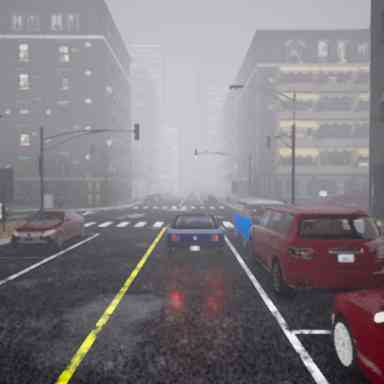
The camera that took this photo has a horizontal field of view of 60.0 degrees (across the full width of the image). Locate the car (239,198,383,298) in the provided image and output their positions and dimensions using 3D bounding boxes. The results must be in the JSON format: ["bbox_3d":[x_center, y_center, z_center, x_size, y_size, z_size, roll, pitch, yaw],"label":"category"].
[{"bbox_3d":[2.682,1.205,8.176,2.192,1.841,5.009,0,1,0],"label":"car"}]

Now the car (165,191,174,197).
[{"bbox_3d":[-5.701,0.497,84.772,1.802,1.307,4.206,0,1,0],"label":"car"}]

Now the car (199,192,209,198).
[{"bbox_3d":[2.681,0.617,73.714,1.947,1.339,4.313,0,1,0],"label":"car"}]

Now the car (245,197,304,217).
[{"bbox_3d":[6.651,1.142,26.843,4.181,1.385,1.994,-2,1,-20],"label":"car"}]

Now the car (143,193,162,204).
[{"bbox_3d":[-5.699,0.963,46.110,1.947,1.339,4.313,0,1,0],"label":"car"}]

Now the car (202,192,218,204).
[{"bbox_3d":[2.682,0.979,46.099,1.802,1.307,4.206,0,1,0],"label":"car"}]

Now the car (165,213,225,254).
[{"bbox_3d":[0.101,1.433,12.562,1.895,1.301,4.718,0,1,0],"label":"car"}]

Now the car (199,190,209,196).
[{"bbox_3d":[2.681,0.734,62.667,1.887,1.381,4.507,0,1,0],"label":"car"}]

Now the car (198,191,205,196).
[{"bbox_3d":[2.679,0.371,90.452,1.752,1.417,4.829,0,1,0],"label":"car"}]

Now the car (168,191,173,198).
[{"bbox_3d":[-5.700,0.596,73.726,1.887,1.381,4.507,0,1,0],"label":"car"}]

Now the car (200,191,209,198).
[{"bbox_3d":[2.682,0.893,51.622,1.947,1.339,4.313,0,1,0],"label":"car"}]

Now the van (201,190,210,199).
[{"bbox_3d":[2.679,0.461,68.188,1.690,1.788,3.998,0,1,0],"label":"van"}]

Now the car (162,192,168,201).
[{"bbox_3d":[-5.699,0.824,57.157,1.947,1.339,4.313,0,1,0],"label":"car"}]

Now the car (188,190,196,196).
[{"bbox_3d":[-0.004,0.290,85.555,1.994,1.385,4.181,0,1,0],"label":"car"}]

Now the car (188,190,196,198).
[{"bbox_3d":[-0.004,0.565,75.135,2.033,1.411,5.357,0,1,0],"label":"car"}]

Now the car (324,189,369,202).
[{"bbox_3d":[15.758,0.594,33.232,5.009,1.841,2.192,-1,2,0],"label":"car"}]

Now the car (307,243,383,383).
[{"bbox_3d":[2.684,1.508,2.652,1.887,1.381,4.507,0,1,0],"label":"car"}]

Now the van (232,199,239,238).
[{"bbox_3d":[2.682,1.158,13.704,1.690,1.788,3.998,0,1,0],"label":"van"}]

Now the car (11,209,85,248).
[{"bbox_3d":[-5.697,1.399,13.708,1.802,1.307,4.206,0,1,0],"label":"car"}]
